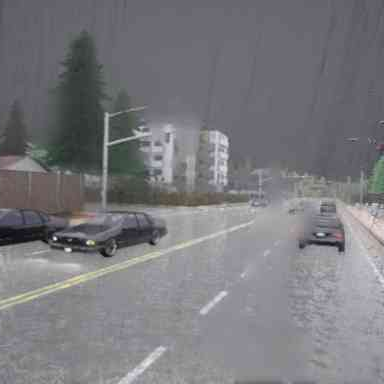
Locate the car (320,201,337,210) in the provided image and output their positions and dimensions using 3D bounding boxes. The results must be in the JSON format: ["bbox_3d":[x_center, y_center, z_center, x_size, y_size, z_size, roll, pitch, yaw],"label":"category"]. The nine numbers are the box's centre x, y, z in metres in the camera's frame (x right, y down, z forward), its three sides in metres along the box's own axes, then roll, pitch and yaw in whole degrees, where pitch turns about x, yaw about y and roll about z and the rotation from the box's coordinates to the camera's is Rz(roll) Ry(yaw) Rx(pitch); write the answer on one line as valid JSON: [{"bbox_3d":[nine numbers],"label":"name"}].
[{"bbox_3d":[17.511,2.036,42.738,2.128,1.511,4.902,2,0,23],"label":"car"}]

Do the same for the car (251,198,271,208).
[{"bbox_3d":[11.169,1.817,55.123,2.128,1.511,4.902,2,0,23],"label":"car"}]

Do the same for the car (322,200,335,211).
[{"bbox_3d":[22.825,2.213,55.421,1.837,1.490,4.892,2,0,23],"label":"car"}]

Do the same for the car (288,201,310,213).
[{"bbox_3d":[13.354,2.008,41.896,1.895,1.301,4.718,2,0,23],"label":"car"}]

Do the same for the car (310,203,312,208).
[{"bbox_3d":[18.014,2.100,53.049,2.033,1.411,5.357,2,0,23],"label":"car"}]

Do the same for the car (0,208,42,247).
[{"bbox_3d":[-6.838,1.312,12.218,2.033,1.411,5.357,2,0,23],"label":"car"}]

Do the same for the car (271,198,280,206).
[{"bbox_3d":[17.114,1.983,69.155,1.882,1.535,5.008,2,0,23],"label":"car"}]

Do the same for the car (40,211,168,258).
[{"bbox_3d":[-2.797,1.445,12.779,2.033,1.411,5.357,2,0,23],"label":"car"}]

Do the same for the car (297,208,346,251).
[{"bbox_3d":[5.987,1.732,15.277,2.033,1.411,5.357,2,0,23],"label":"car"}]
